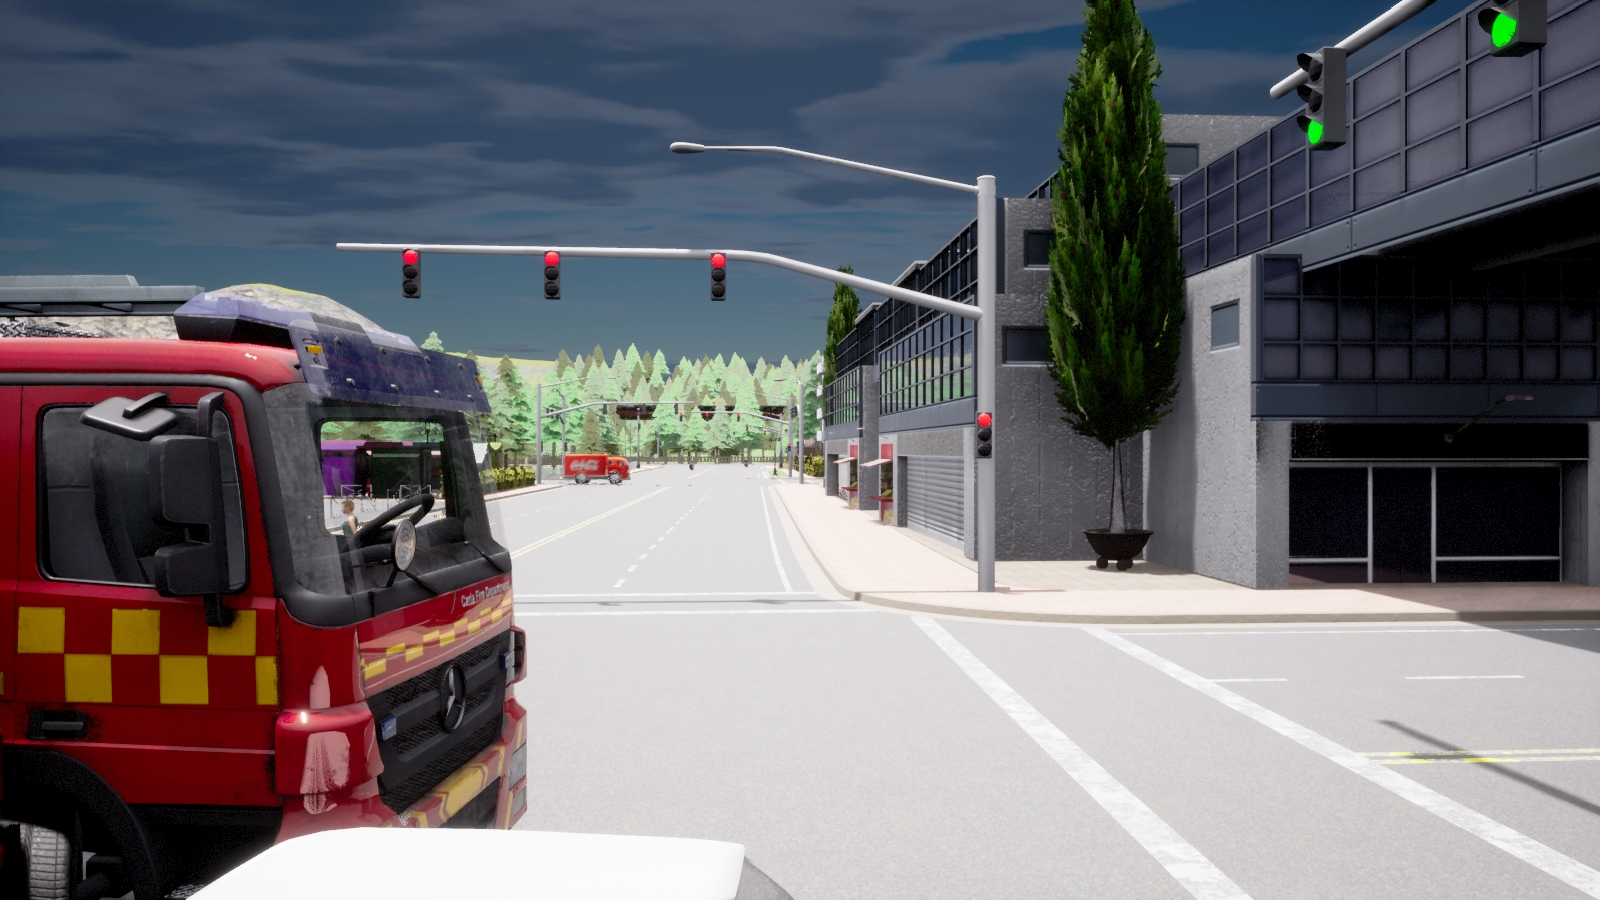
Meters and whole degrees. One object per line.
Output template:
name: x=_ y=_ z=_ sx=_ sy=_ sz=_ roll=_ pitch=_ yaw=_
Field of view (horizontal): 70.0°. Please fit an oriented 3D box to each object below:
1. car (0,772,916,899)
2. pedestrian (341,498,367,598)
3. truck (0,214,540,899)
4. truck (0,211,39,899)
car: x=-1.549 y=2.065 z=3.579 sx=3.806 sy=1.475 sz=1.970 roll=0 pitch=0 yaw=5
pedestrian: x=-8.461 y=1.848 z=21.687 sx=0.375 sy=1.860 sz=0.375 roll=0 pitch=0 yaw=-9
truck: x=-6.102 y=0.890 z=6.659 sx=8.468 sy=3.827 sz=2.891 roll=0 pitch=0 yaw=4
truck: x=-7.587 y=0.890 z=3.490 sx=8.468 sy=3.827 sz=2.891 roll=0 pitch=0 yaw=-3
